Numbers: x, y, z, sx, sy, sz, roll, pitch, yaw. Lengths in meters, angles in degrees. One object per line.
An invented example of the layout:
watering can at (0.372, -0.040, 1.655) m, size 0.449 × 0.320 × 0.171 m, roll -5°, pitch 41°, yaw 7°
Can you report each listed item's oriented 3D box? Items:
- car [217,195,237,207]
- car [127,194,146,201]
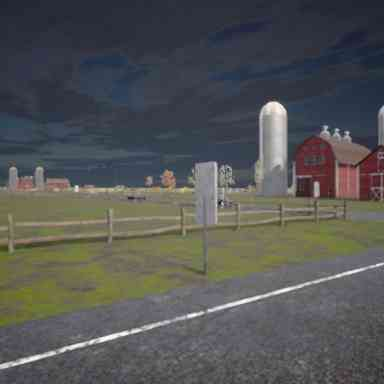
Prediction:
car at (3.542, 1.080, 42.035) m, size 1.882 × 1.535 × 5.008 m, roll -1°, pitch 1°, yaw -36°
car at (-10.136, 0.979, 61.112) m, size 1.895 × 1.301 × 4.718 m, roll -1°, pitch 1°, yaw -35°
